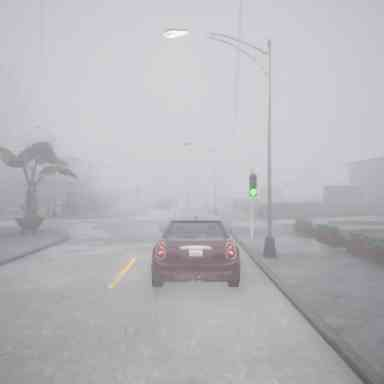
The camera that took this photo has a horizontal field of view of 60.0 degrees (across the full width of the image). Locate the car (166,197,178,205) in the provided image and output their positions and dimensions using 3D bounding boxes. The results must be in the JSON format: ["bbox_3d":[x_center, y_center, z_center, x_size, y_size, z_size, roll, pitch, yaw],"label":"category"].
[{"bbox_3d":[-3.908,1.924,55.498,1.895,1.301,4.718,0,0,0],"label":"car"}]

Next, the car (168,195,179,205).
[{"bbox_3d":[-3.809,1.605,65.893,2.150,2.045,5.566,0,0,1],"label":"car"}]

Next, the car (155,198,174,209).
[{"bbox_3d":[-3.957,1.830,45.596,1.994,1.385,4.181,0,0,0],"label":"car"}]

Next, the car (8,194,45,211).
[{"bbox_3d":[-19.637,1.215,39.694,1.905,1.878,3.866,0,0,35],"label":"car"}]

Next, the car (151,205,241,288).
[{"bbox_3d":[0.104,1.408,9.585,2.097,1.767,4.553,0,0,0],"label":"car"}]
